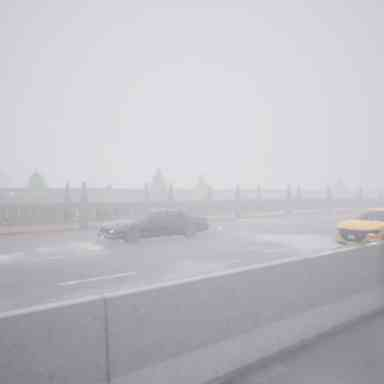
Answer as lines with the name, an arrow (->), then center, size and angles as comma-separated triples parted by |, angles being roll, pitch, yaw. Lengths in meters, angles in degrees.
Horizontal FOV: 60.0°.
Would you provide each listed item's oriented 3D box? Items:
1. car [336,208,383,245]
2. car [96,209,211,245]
car -> 8.062, 1.412, 14.031 | 5.008, 1.535, 1.882 | 0, 0, -35
car -> -1.649, 1.512, 15.708 | 5.357, 1.411, 2.033 | 0, 0, -35
